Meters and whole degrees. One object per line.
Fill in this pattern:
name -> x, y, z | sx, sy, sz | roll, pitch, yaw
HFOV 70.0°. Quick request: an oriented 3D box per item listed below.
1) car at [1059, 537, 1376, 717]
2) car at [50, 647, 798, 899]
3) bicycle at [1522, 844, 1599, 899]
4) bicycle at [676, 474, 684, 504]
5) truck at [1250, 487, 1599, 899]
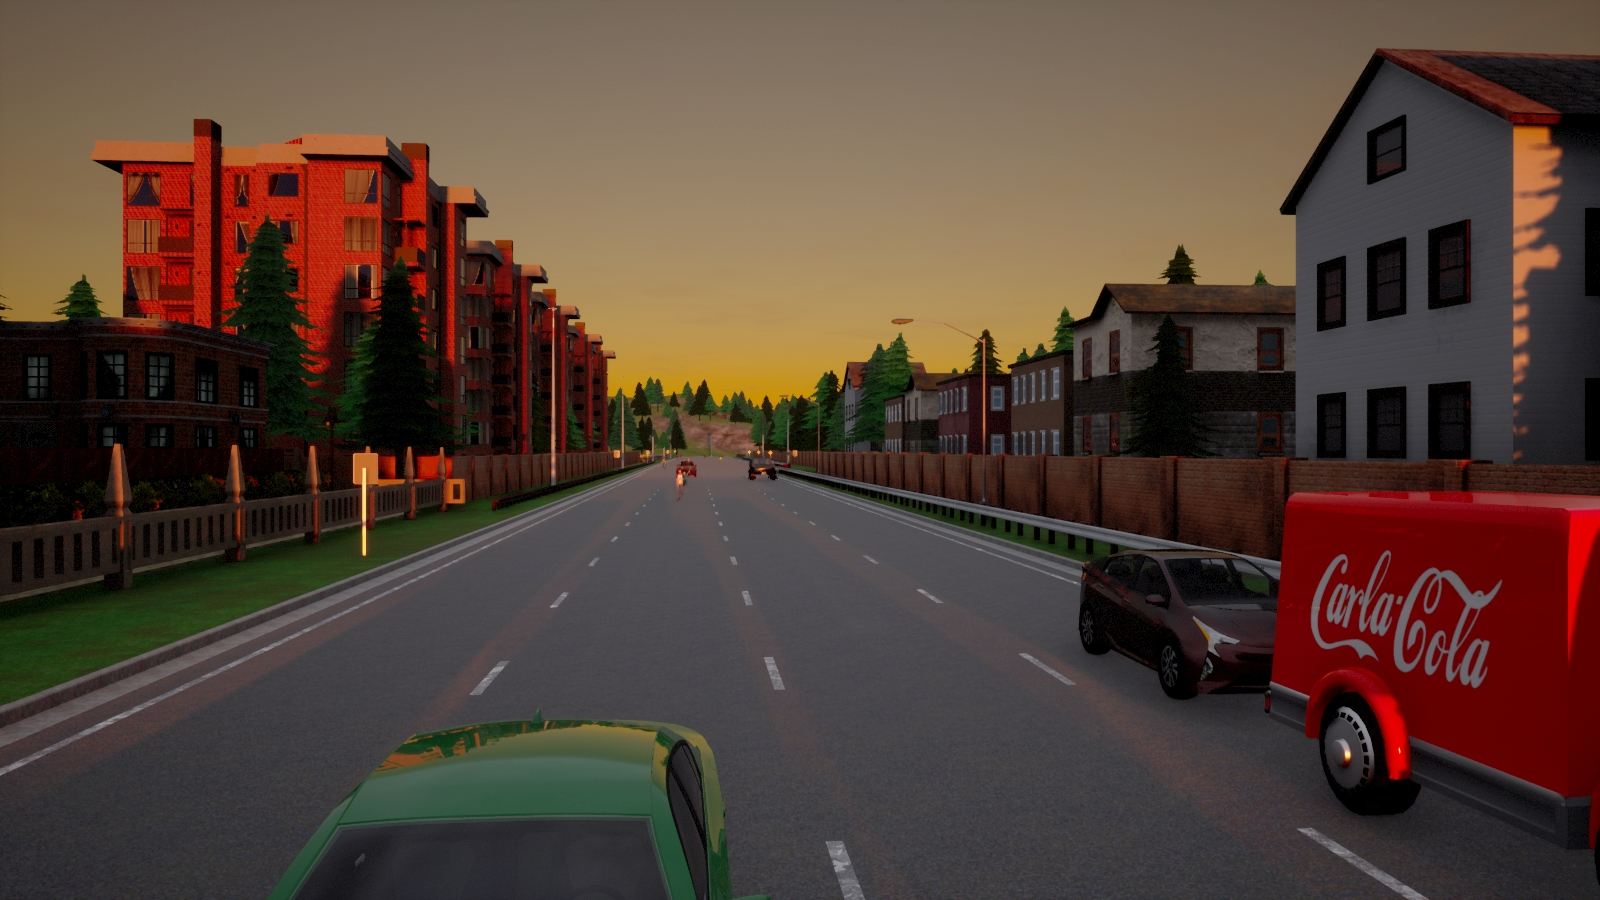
car -> 4.945, 2.040, 14.354 | 2.007, 1.525, 4.514 | 0, 0, -5
car -> -1.202, 2.034, 4.748 | 2.097, 1.535, 5.006 | 0, 0, -5
bicycle -> 2.623, 2.056, 2.959 | 0.373, 1.496, 1.643 | 0, 0, -4
bicycle -> -6.340, 2.056, 60.292 | 0.373, 1.496, 1.643 | 0, 0, -5
truck -> 5.566, 1.568, 7.740 | 2.627, 2.467, 5.204 | 0, 0, -5
